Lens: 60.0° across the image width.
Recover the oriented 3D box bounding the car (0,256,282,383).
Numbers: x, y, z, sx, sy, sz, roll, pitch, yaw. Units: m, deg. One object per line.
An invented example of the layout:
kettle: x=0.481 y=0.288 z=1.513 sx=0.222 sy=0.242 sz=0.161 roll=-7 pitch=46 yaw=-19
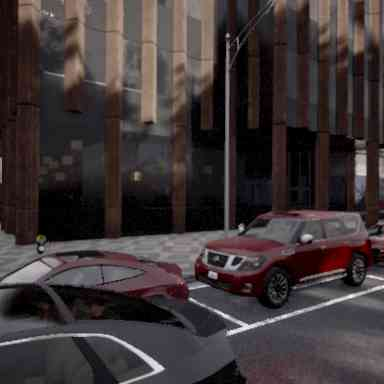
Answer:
car: x=-1.837 y=1.513 z=2.044 sx=4.892 sy=1.490 sz=1.837 roll=1 pitch=-1 yaw=-35

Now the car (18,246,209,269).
car: x=-1.994 y=1.622 z=5.172 sx=4.206 sy=1.307 sz=1.802 roll=1 pitch=-1 yaw=-35

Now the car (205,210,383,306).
car: x=2.497 y=1.418 z=8.276 sx=5.009 sy=1.841 sz=2.192 roll=1 pitch=-1 yaw=-35
